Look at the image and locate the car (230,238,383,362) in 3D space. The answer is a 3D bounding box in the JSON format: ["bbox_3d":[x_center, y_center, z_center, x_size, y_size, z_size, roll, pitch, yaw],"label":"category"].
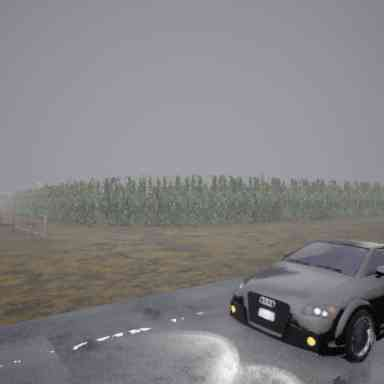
[{"bbox_3d":[2.687,1.570,5.922,4.181,1.385,1.994,0,0,-36],"label":"car"}]
